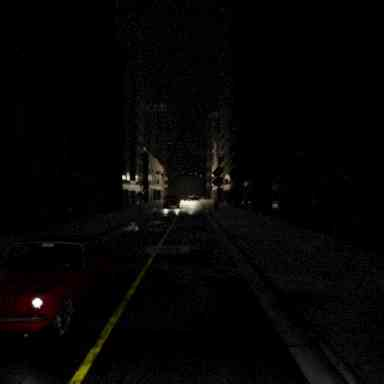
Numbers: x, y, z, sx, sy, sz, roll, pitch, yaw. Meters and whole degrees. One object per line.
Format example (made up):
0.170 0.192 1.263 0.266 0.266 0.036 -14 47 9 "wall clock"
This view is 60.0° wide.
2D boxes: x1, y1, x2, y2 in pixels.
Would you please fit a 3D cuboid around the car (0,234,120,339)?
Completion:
-2.850 1.604 6.710 1.895 1.301 4.718 0 0 0 "car"

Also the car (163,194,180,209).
-2.844 1.274 47.615 2.150 2.045 5.566 0 0 0 "car"

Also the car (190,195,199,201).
0.949 1.631 92.115 1.882 1.535 5.008 0 0 0 "car"
